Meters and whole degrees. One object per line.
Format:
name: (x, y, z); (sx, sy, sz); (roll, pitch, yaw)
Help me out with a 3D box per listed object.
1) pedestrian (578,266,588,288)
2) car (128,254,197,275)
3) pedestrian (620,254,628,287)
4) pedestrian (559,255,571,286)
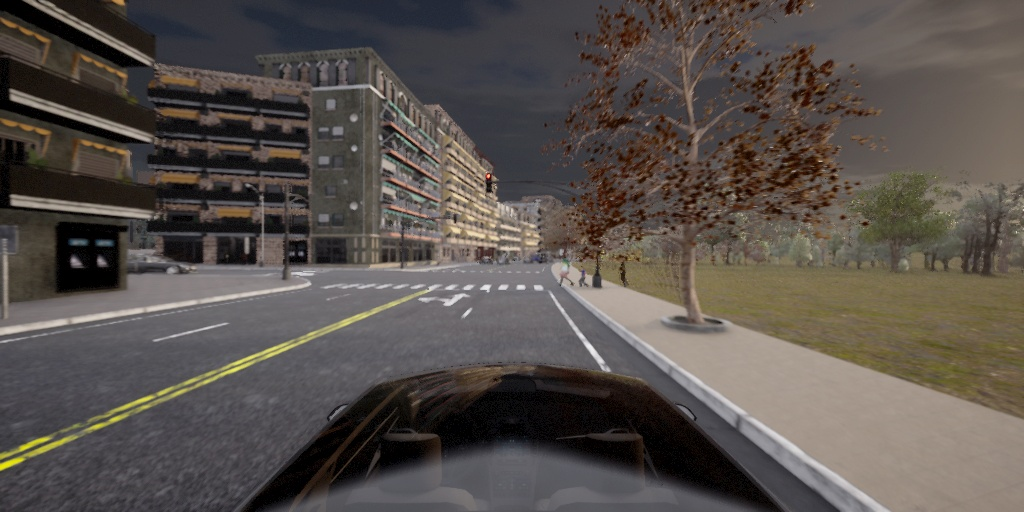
pedestrian: (3.790, 1.051, 18.995); (0.375, 1.300, 0.375); (0, 0, 2)
car: (-24.293, 0.629, 24.400); (4.403, 1.370, 2.007); (0, 0, -17)
pedestrian: (6.038, 0.773, 19.501); (0.375, 1.860, 0.375); (0, 0, 2)
pedestrian: (2.998, 0.755, 20.228); (0.375, 1.860, 0.375); (0, 0, 2)
